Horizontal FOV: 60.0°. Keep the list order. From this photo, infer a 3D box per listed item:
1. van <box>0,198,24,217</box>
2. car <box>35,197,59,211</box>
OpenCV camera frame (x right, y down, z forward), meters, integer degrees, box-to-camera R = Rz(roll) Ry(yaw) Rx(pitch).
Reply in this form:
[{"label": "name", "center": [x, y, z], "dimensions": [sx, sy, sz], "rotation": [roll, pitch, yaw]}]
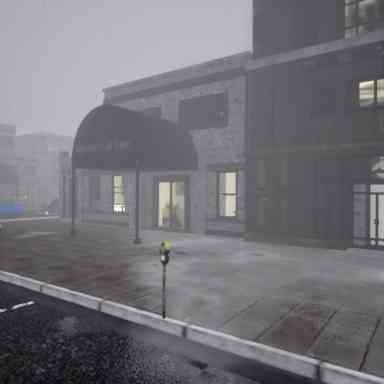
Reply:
[{"label": "van", "center": [-17.327, 1.410, 29.849], "dimensions": [1.690, 1.788, 3.998], "rotation": [0, 0, 35]}, {"label": "car", "center": [-16.438, 1.406, 41.223], "dimensions": [2.097, 1.767, 4.553], "rotation": [0, 0, 35]}]
